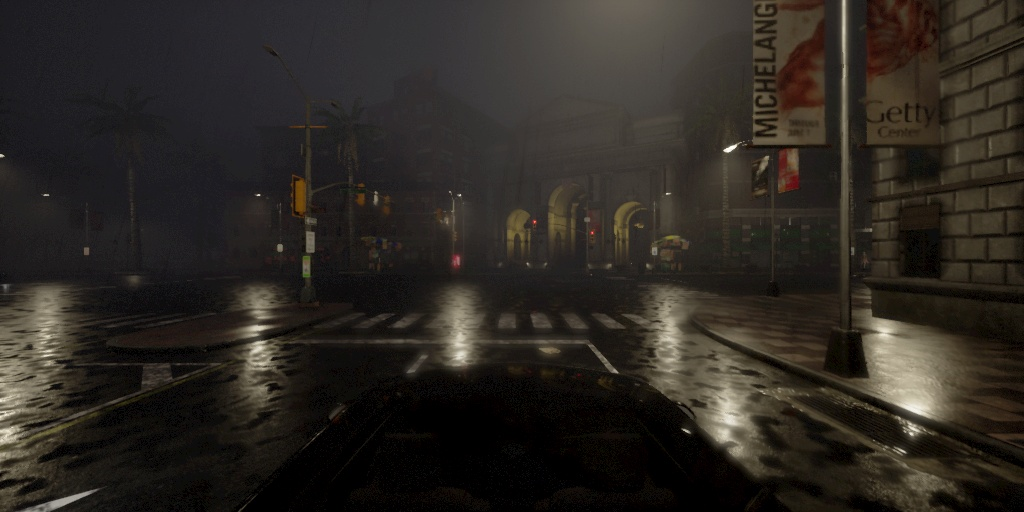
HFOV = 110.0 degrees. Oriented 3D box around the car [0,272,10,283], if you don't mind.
[{"bbox_3d":[-38.891,1.351,25.283,4.718,1.301,1.895,0,0,0],"label":"car"}]
